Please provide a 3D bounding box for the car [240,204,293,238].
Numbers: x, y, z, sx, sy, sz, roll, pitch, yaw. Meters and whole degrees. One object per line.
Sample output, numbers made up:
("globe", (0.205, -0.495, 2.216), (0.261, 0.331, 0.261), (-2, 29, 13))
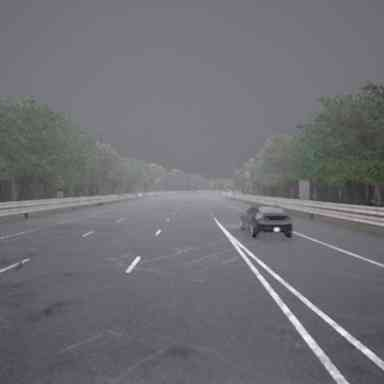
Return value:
("car", (3.647, 1.394, 16.953), (1.837, 1.490, 4.892), (0, 0, -1))
